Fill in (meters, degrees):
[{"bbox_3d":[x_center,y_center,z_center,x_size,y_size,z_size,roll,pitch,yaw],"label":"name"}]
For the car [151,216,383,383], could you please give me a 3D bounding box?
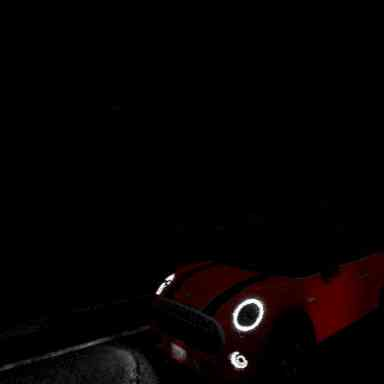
[{"bbox_3d":[1.562,1.354,5.497,4.553,1.767,2.097,0,0,-40],"label":"car"}]
